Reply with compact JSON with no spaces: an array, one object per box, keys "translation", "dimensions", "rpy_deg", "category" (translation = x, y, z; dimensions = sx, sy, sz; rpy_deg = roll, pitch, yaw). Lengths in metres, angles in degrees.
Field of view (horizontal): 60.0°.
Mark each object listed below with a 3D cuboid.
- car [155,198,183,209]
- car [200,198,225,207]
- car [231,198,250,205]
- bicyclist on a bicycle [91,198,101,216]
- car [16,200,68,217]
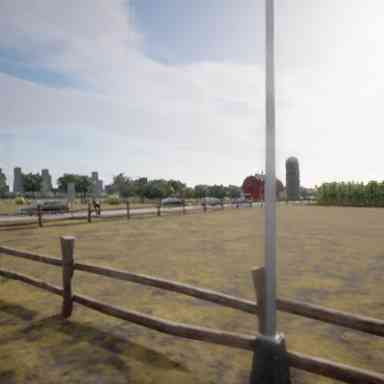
[{"translation":[-3.368,1.599,48.433],"dimensions":[1.882,1.535,5.008],"rpy_deg":[-2,-1,36],"category":"car"},{"translation":[3.219,1.600,52.686],"dimensions":[2.033,1.411,5.357],"rpy_deg":[-2,-1,36],"category":"car"},{"translation":[8.962,1.701,60.809],"dimensions":[1.895,1.301,4.718],"rpy_deg":[-2,-2,36],"category":"car"},{"translation":[-8.877,1.414,30.464],"dimensions":[1.656,1.620,0.582],"rpy_deg":[0,0,36],"category":"bicyclist on a bicycle"},{"translation":[-14.626,1.601,32.704],"dimensions":[1.837,1.490,4.892],"rpy_deg":[-2,-1,35],"category":"car"}]
